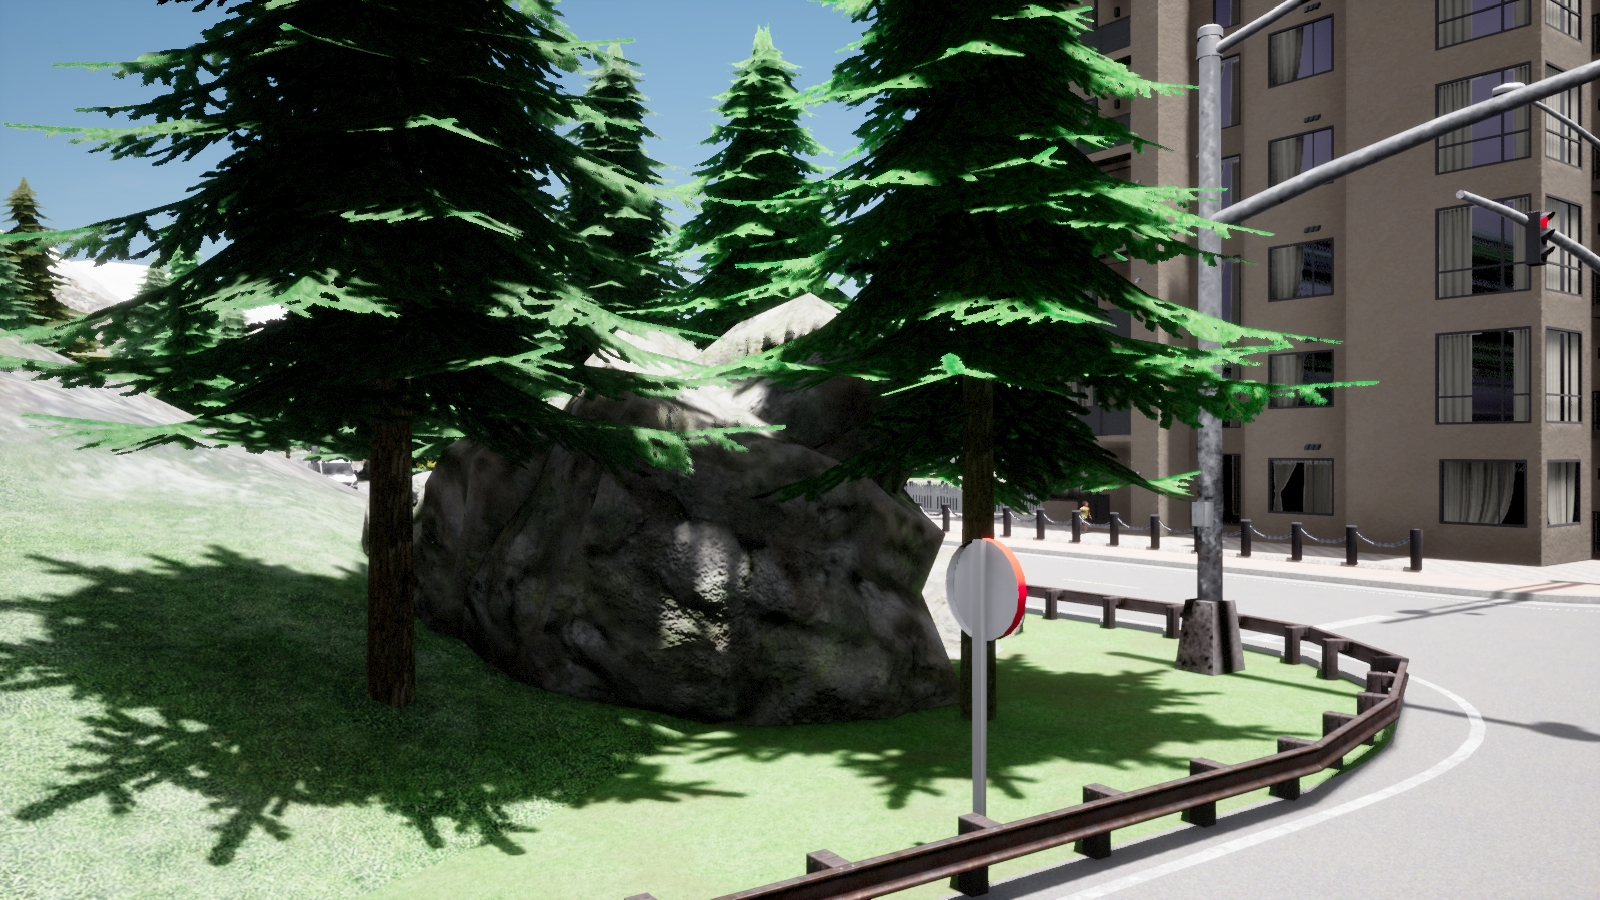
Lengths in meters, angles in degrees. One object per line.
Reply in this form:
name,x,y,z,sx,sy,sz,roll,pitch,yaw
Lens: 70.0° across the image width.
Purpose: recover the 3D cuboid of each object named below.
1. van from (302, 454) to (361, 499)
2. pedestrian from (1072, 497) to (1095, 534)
van,-27.801,1.520,67.706,1.988,2.561,5.915,0,0,-35
pedestrian,8.821,2.040,35.528,0.500,1.100,0.500,0,0,-33
